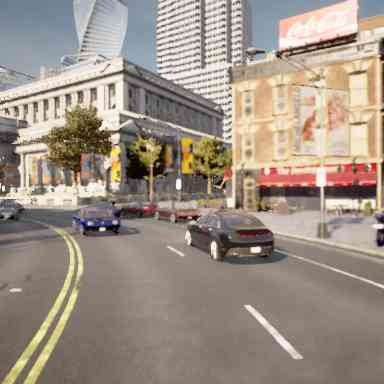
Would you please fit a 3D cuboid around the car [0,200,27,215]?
[{"bbox_3d":[-19.911,1.564,35.323,5.357,1.411,2.033,0,0,36],"label":"car"}]

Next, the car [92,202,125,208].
[{"bbox_3d":[-7.843,1.510,28.421,1.994,1.385,4.181,-1,0,-38],"label":"car"}]

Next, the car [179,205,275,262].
[{"bbox_3d":[1.148,1.445,12.064,1.837,1.490,4.892,0,0,-17],"label":"car"}]

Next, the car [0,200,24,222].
[{"bbox_3d":[-14.838,1.507,25.633,2.128,1.511,4.902,-1,0,-43],"label":"car"}]

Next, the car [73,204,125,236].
[{"bbox_3d":[-5.436,1.568,18.537,1.895,1.301,4.718,-1,0,-27],"label":"car"}]

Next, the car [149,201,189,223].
[{"bbox_3d":[-1.215,1.501,24.853,1.895,1.301,4.718,-1,0,-29],"label":"car"}]
